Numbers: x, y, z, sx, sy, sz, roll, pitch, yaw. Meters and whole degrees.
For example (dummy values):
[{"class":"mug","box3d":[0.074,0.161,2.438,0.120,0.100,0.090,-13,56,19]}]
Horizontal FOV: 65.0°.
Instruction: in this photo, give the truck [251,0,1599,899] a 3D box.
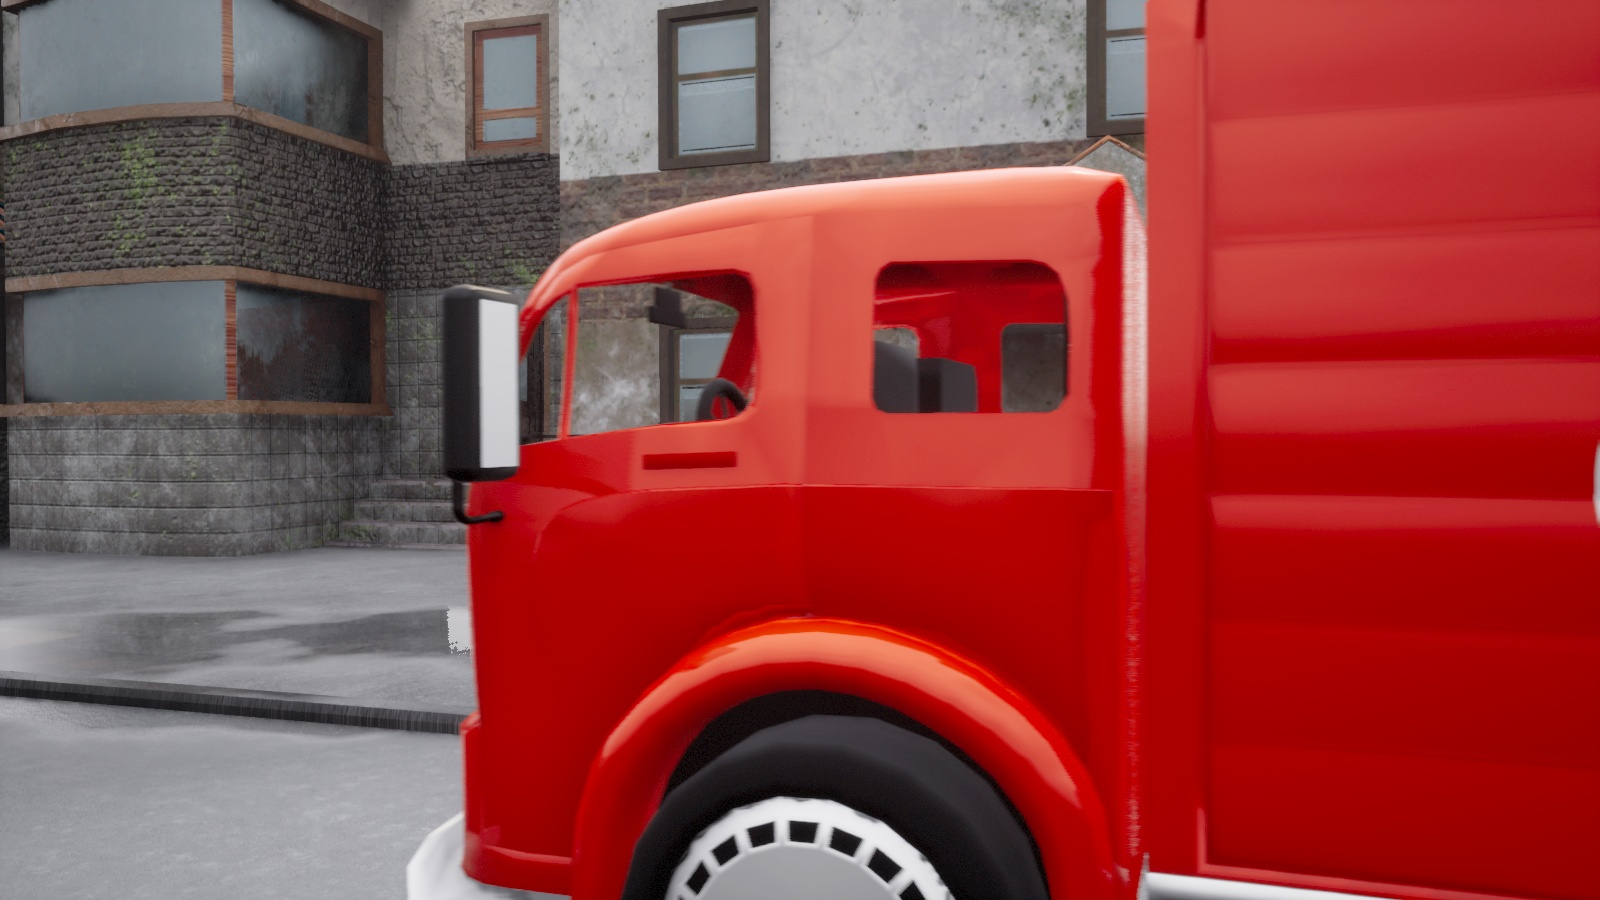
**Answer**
[{"class":"truck","box3d":[1.697,0.296,3.143,5.204,2.467,2.627,1,1,19]}]
